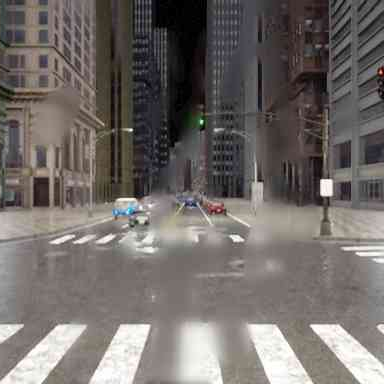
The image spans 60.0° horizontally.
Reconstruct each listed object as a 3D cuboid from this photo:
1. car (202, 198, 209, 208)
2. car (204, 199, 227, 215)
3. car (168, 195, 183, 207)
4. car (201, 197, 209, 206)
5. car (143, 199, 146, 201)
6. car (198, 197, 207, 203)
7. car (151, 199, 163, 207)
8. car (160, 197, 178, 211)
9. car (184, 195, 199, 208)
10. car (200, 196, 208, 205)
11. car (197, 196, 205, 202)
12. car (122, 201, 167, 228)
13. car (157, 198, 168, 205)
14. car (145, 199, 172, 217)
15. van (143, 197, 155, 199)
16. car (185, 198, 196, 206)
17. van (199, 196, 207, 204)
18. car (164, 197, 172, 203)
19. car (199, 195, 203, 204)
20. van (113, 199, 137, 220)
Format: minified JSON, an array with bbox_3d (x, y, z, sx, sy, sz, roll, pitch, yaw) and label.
[{"bbox_3d":[2.621,1.735,40.805,1.887,1.381,4.507,0,0,0],"label":"car"},{"bbox_3d":[2.645,1.708,35.280,1.887,1.381,4.507,0,0,0],"label":"car"},{"bbox_3d":[-3.233,1.629,58.400,2.097,1.767,4.553,0,0,0],"label":"car"},{"bbox_3d":[2.596,1.763,46.330,1.887,1.381,4.507,0,0,0],"label":"car"},{"bbox_3d":[-5.910,1.707,35.263,1.887,1.381,4.507,0,0,0],"label":"car"},{"bbox_3d":[2.451,1.939,79.483,2.008,1.369,4.403,0,0,0],"label":"car"},{"bbox_3d":[-5.999,1.856,57.362,1.802,1.307,4.206,0,0,0],"label":"car"},{"bbox_3d":[-3.253,1.766,43.144,1.994,1.385,4.181,0,0,0],"label":"car"},{"bbox_3d":[-0.212,1.738,54.563,1.882,1.535,5.008,0,0,0],"label":"car"},{"bbox_3d":[2.571,1.773,52.026,1.752,1.417,4.829,0,0,0],"label":"car"},{"bbox_3d":[2.402,1.885,90.534,1.967,1.590,4.097,0,0,0],"label":"car"},{"bbox_3d":[-3.162,1.596,23.158,2.128,1.511,4.902,0,0,-1],"label":"car"},{"bbox_3d":[-6.043,1.881,68.411,2.008,1.369,4.403,0,0,0],"label":"car"},{"bbox_3d":[-3.215,1.674,32.485,1.812,1.442,4.674,0,0,-1],"label":"car"},{"bbox_3d":[-5.955,1.559,46.313,1.690,1.788,3.998,0,0,0],"label":"van"},{"bbox_3d":[-0.256,1.877,64.982,1.994,1.385,4.181,0,0,0],"label":"car"},{"bbox_3d":[2.474,1.701,73.958,1.690,1.788,3.998,0,0,0],"label":"van"},{"bbox_3d":[-6.109,1.940,84.816,1.752,1.417,4.829,0,0,0],"label":"car"},{"bbox_3d":[2.523,1.848,62.906,1.887,1.381,4.507,0,0,0],"label":"car"},{"bbox_3d":[-5.889,1.476,29.738,1.690,1.788,3.998,0,0,0],"label":"van"}]
